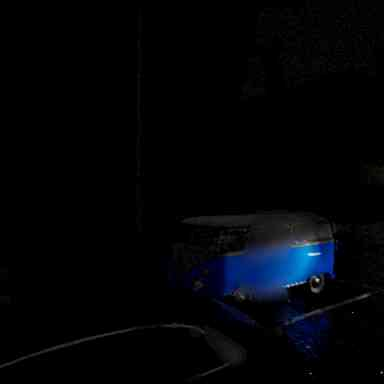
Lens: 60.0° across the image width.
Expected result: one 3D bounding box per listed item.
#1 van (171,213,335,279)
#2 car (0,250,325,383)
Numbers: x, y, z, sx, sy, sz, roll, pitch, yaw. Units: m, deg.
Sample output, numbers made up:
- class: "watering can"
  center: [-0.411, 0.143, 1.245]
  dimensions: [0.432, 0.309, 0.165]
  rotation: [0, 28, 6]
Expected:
- class: "van"
  center: [1.374, 1.375, 7.188]
  dimensions: [3.998, 1.788, 1.690]
  rotation: [0, 0, -35]
- class: "car"
  center: [-1.283, 1.506, 2.158]
  dimensions: [4.892, 1.490, 1.837]
  rotation: [1, 0, -35]
